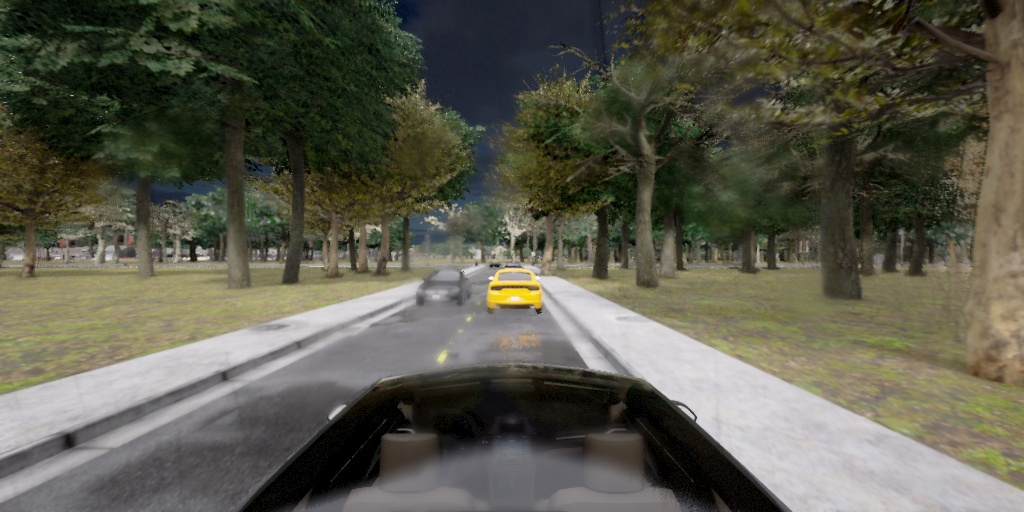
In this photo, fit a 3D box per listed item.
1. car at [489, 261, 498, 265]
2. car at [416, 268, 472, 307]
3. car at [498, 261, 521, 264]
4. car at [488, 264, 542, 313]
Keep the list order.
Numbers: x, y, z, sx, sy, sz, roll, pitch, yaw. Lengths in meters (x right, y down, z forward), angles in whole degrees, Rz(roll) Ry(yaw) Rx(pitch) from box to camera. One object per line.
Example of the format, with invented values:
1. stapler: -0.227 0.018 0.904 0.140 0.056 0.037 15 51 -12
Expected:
1. car: -2.782 1.412 58.728 1.895 1.301 4.718 0 0 1
2. car: -2.848 1.286 15.804 1.812 1.442 4.674 0 0 0
3. car: 0.104 1.266 32.411 2.128 1.511 4.902 0 0 0
4. car: 0.101 1.237 14.106 1.882 1.535 5.008 0 0 0
